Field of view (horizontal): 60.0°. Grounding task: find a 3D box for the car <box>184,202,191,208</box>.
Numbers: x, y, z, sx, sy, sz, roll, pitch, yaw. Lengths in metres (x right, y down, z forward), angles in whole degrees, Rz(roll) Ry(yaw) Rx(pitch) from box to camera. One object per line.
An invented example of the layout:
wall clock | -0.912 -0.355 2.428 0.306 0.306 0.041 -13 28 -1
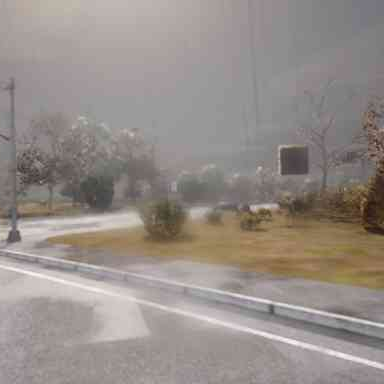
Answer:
car | -1.911 2.235 52.909 1.994 1.385 4.181 -2 -2 32

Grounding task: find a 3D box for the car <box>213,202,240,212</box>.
car | 4.648 1.913 43.490 1.895 1.301 4.718 -2 -1 32
